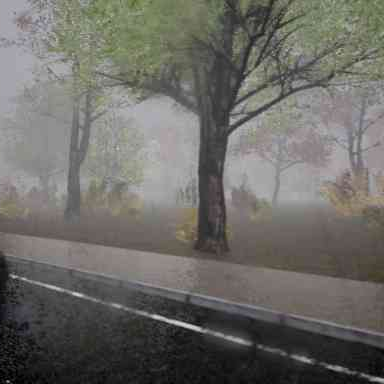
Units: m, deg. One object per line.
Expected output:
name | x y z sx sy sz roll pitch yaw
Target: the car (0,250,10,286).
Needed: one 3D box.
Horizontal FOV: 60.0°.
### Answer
car | -6.349 1.601 8.202 4.181 1.385 1.994 0 0 35
